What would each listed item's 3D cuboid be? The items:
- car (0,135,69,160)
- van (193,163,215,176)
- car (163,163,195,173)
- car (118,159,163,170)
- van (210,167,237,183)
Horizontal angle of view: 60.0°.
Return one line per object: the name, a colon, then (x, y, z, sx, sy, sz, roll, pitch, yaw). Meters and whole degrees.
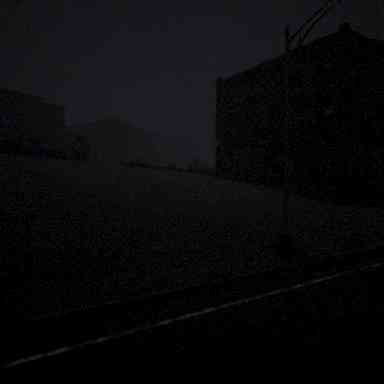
car: (-13.171, -3.376, 27.715, 2.435, 2.045, 5.566, 0, -1, 44)
van: (1.308, -2.707, 44.609, 1.878, 1.987, 4.442, 0, -2, 39)
car: (-2.277, -2.639, 40.207, 2.002, 1.452, 4.674, 0, -2, 40)
car: (-5.839, -2.810, 35.963, 2.002, 1.452, 4.674, 0, -1, 41)
van: (4.692, -2.492, 48.988, 1.878, 1.987, 4.442, 0, -2, 38)
